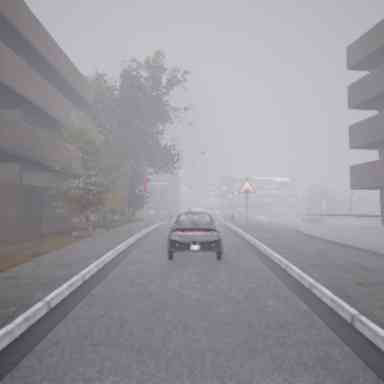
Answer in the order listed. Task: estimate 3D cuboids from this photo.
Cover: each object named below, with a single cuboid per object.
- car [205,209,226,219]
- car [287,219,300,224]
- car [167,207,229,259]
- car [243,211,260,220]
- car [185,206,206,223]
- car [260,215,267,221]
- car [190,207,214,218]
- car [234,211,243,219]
[{"bbox_3d":[4.842,4.536,68.821,2.185,1.767,4.553,5,-6,-31],"label":"car"},{"bbox_3d":[22.615,6.491,71.904,2.002,1.452,4.674,8,-6,-29],"label":"car"},{"bbox_3d":[0.102,1.511,12.542,2.128,1.511,4.902,0,-1,0],"label":"car"},{"bbox_3d":[10.811,4.986,69.868,2.435,2.045,5.566,8,-6,-30],"label":"car"},{"bbox_3d":[0.391,2.135,30.825,1.812,1.442,4.674,0,-5,2],"label":"car"},{"bbox_3d":[13.644,5.544,70.551,1.946,1.575,5.366,8,-6,-30],"label":"car"},{"bbox_3d":[1.962,4.227,68.240,2.435,2.045,5.566,2,-5,-30],"label":"car"},{"bbox_3d":[7.814,4.802,69.313,2.185,1.767,4.553,7,-6,-30],"label":"car"}]
